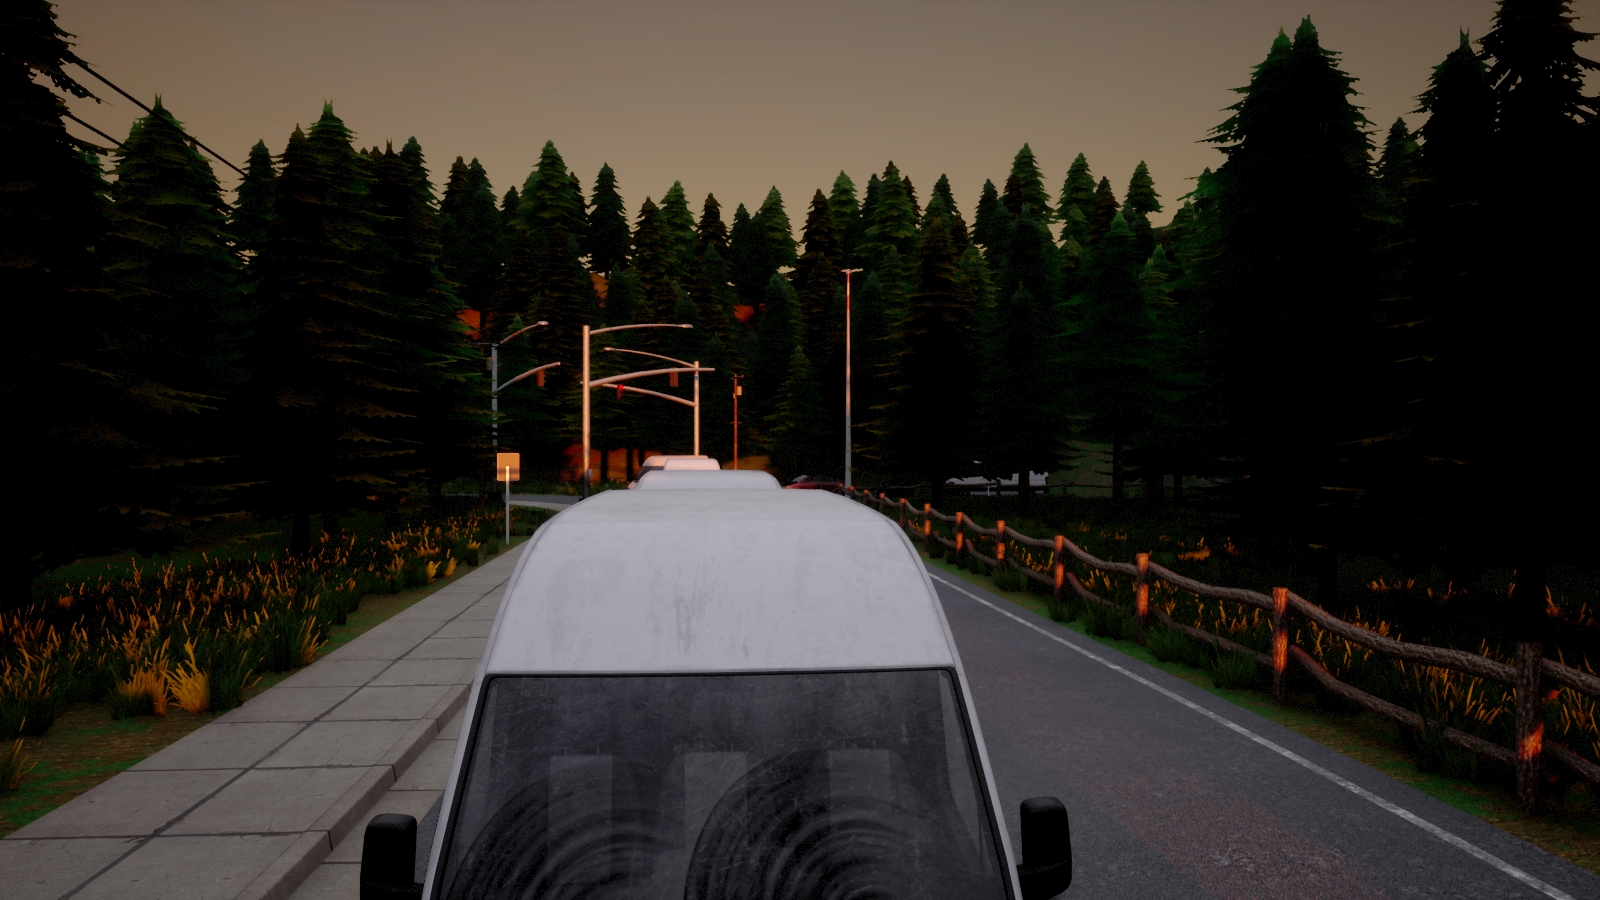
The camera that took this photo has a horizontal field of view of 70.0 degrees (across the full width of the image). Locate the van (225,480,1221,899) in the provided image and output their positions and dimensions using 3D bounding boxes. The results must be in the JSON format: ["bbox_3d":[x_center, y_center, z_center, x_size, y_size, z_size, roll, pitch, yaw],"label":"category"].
[{"bbox_3d":[-0.362,1.499,5.234,1.988,2.561,5.915,0,0,-5],"label":"van"}]

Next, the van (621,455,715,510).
[{"bbox_3d":[-6.387,1.515,56.031,1.988,2.561,5.915,0,0,22],"label":"van"}]

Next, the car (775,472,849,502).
[{"bbox_3d":[0.673,2.026,63.061,3.705,1.549,1.789,0,0,-20],"label":"car"}]
